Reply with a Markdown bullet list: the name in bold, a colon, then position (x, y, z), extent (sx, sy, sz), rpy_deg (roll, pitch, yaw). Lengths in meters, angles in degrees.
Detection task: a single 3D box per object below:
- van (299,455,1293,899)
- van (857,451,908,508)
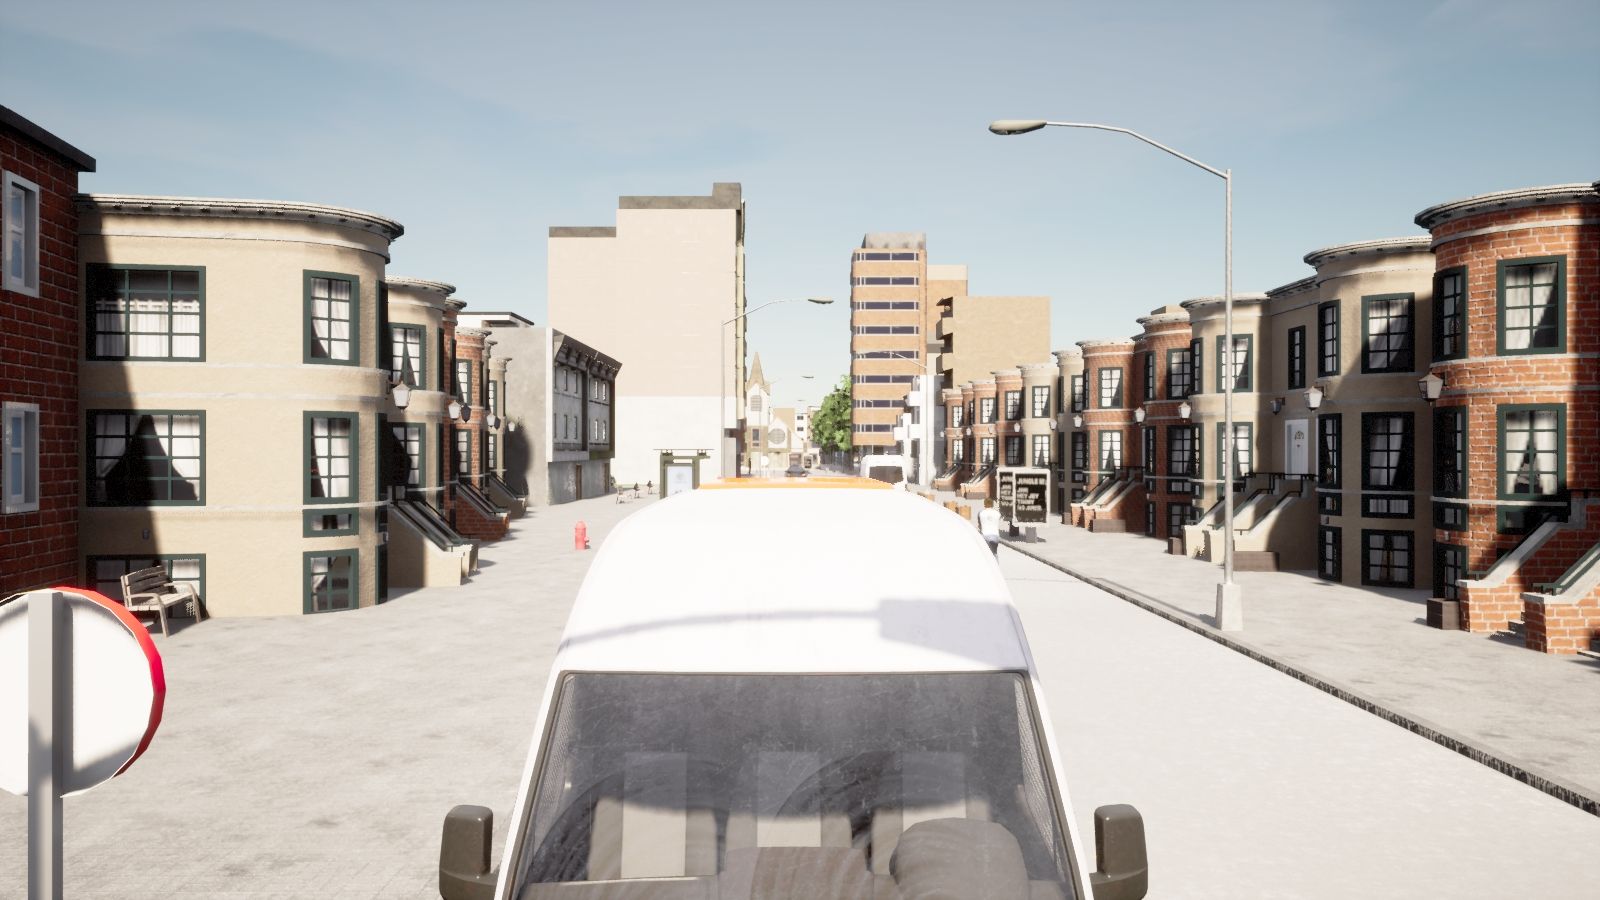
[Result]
- **van**: position (-0.019, 1.314, 5.243), extent (1.988, 2.561, 5.915), rpy_deg (0, 0, 0)
- **van**: position (3.833, 1.314, 53.882), extent (1.988, 2.561, 5.915), rpy_deg (0, 0, 0)
